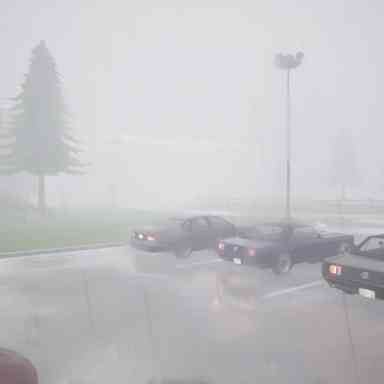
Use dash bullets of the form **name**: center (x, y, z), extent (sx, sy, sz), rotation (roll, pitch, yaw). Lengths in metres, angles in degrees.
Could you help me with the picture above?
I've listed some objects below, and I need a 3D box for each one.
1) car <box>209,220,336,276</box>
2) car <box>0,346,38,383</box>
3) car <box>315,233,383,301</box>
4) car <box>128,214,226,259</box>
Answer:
- **car**: center (3.060, 1.601, 10.344), extent (4.718, 1.301, 1.895), rotation (0, 0, -35)
- **car**: center (-3.199, 1.526, 1.463), extent (4.674, 1.442, 1.812), rotation (0, 0, -35)
- **car**: center (5.080, 1.601, 7.485), extent (4.718, 1.301, 1.895), rotation (0, 0, -35)
- **car**: center (0.315, 1.547, 12.695), extent (5.357, 1.411, 2.033), rotation (0, 0, -35)
